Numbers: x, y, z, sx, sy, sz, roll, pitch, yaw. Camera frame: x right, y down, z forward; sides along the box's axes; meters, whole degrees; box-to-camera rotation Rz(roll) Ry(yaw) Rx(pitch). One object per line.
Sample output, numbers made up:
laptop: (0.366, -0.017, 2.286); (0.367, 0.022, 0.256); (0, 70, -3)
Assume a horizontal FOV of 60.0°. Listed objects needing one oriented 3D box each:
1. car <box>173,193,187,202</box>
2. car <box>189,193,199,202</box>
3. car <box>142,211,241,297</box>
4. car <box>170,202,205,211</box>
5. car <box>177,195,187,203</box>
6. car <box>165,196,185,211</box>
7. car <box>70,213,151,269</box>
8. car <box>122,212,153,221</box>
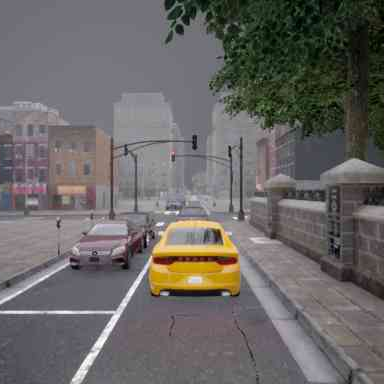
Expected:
car: (-2.208, 1.207, 56.053); (2.150, 2.045, 5.566); (0, 0, 0)
car: (0.379, 1.508, 66.917); (1.812, 1.442, 4.674); (0, 0, 0)
car: (0.078, 1.477, 8.639); (1.882, 1.535, 5.008); (0, 0, 0)
car: (0.030, 1.546, 19.128); (2.033, 1.411, 5.357); (0, 0, 0)
car: (-2.120, 1.505, 71.282); (2.128, 1.511, 4.902); (0, 0, 0)
car: (-2.177, 1.554, 40.434); (1.994, 1.385, 4.181); (0, 0, -1)
car: (-2.623, 1.581, 11.045); (1.802, 1.307, 4.206); (0, 0, 0)
car: (-2.618, 1.565, 14.708); (1.947, 1.339, 4.313); (0, 0, 0)
